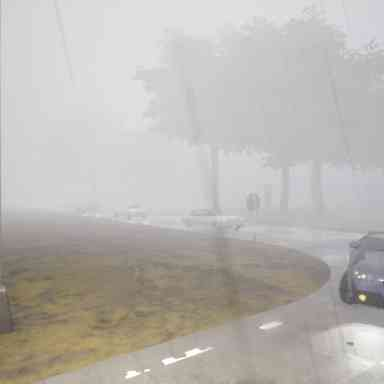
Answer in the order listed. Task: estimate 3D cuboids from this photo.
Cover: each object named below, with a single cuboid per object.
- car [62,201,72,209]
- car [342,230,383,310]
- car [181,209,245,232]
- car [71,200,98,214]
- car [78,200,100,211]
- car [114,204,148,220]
[{"bbox_3d":[-21.821,2.288,59.635,1.895,1.301,4.718,-1,0,-34],"label":"car"},{"bbox_3d":[4.559,1.566,7.344,1.994,1.385,4.181,0,0,27],"label":"car"},{"bbox_3d":[1.270,1.802,21.838,1.895,1.301,4.718,-1,0,-35],"label":"car"},{"bbox_3d":[-13.712,2.024,43.099,1.812,1.442,4.674,-1,0,-35],"label":"car"},{"bbox_3d":[-15.982,2.064,51.382,1.837,1.490,4.892,-1,0,-35],"label":"car"},{"bbox_3d":[-6.009,1.868,32.150,1.812,1.442,4.674,-1,0,-35],"label":"car"}]
